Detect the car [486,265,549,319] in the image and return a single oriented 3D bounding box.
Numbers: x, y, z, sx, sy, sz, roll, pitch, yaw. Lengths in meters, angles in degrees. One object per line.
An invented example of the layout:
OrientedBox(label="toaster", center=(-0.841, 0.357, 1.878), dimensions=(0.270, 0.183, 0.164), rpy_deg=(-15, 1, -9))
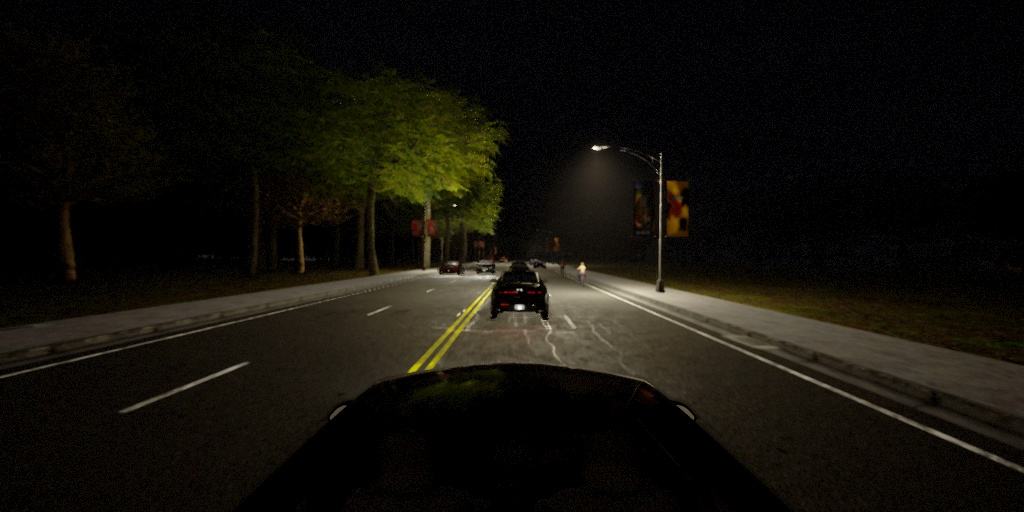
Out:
OrientedBox(label="car", center=(0.268, 1.241, 12.876), dimensions=(1.837, 1.490, 4.892), rpy_deg=(1, 0, 1))

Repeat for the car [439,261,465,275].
OrientedBox(label="car", center=(-6.006, 1.217, 36.182), dimensions=(1.994, 1.385, 4.181), rpy_deg=(1, 0, 1))

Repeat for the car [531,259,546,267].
OrientedBox(label="car", center=(4.328, 1.338, 57.187), dimensions=(1.895, 1.301, 4.718), rpy_deg=(1, 0, 1))

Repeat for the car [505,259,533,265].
OrientedBox(label="car", center=(0.604, 1.242, 31.313), dimensions=(1.812, 1.442, 4.674), rpy_deg=(1, 0, 1))

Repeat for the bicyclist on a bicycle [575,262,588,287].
OrientedBox(label="bicyclist on a bicycle", center=(4.522, 1.197, 23.199), dimensions=(0.866, 1.612, 1.509), rpy_deg=(1, 0, 1))

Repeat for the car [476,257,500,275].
OrientedBox(label="car", center=(-2.715, 1.172, 38.331), dimensions=(2.128, 1.511, 4.902), rpy_deg=(1, 0, 1))

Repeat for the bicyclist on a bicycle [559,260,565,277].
OrientedBox(label="bicyclist on a bicycle", center=(4.684, 1.203, 33.306), dimensions=(0.582, 1.620, 1.656), rpy_deg=(1, 0, 1))
